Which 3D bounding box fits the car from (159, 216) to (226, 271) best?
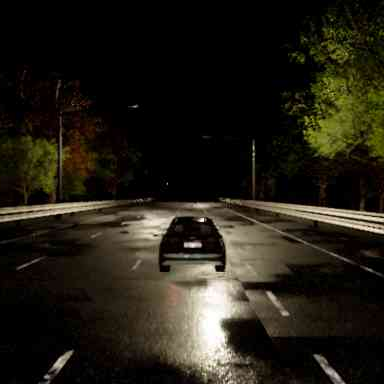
[{"bbox_3d":[0.009,1.589,11.140,2.033,1.649,4.856,0,-3,0],"label":"car"}]
